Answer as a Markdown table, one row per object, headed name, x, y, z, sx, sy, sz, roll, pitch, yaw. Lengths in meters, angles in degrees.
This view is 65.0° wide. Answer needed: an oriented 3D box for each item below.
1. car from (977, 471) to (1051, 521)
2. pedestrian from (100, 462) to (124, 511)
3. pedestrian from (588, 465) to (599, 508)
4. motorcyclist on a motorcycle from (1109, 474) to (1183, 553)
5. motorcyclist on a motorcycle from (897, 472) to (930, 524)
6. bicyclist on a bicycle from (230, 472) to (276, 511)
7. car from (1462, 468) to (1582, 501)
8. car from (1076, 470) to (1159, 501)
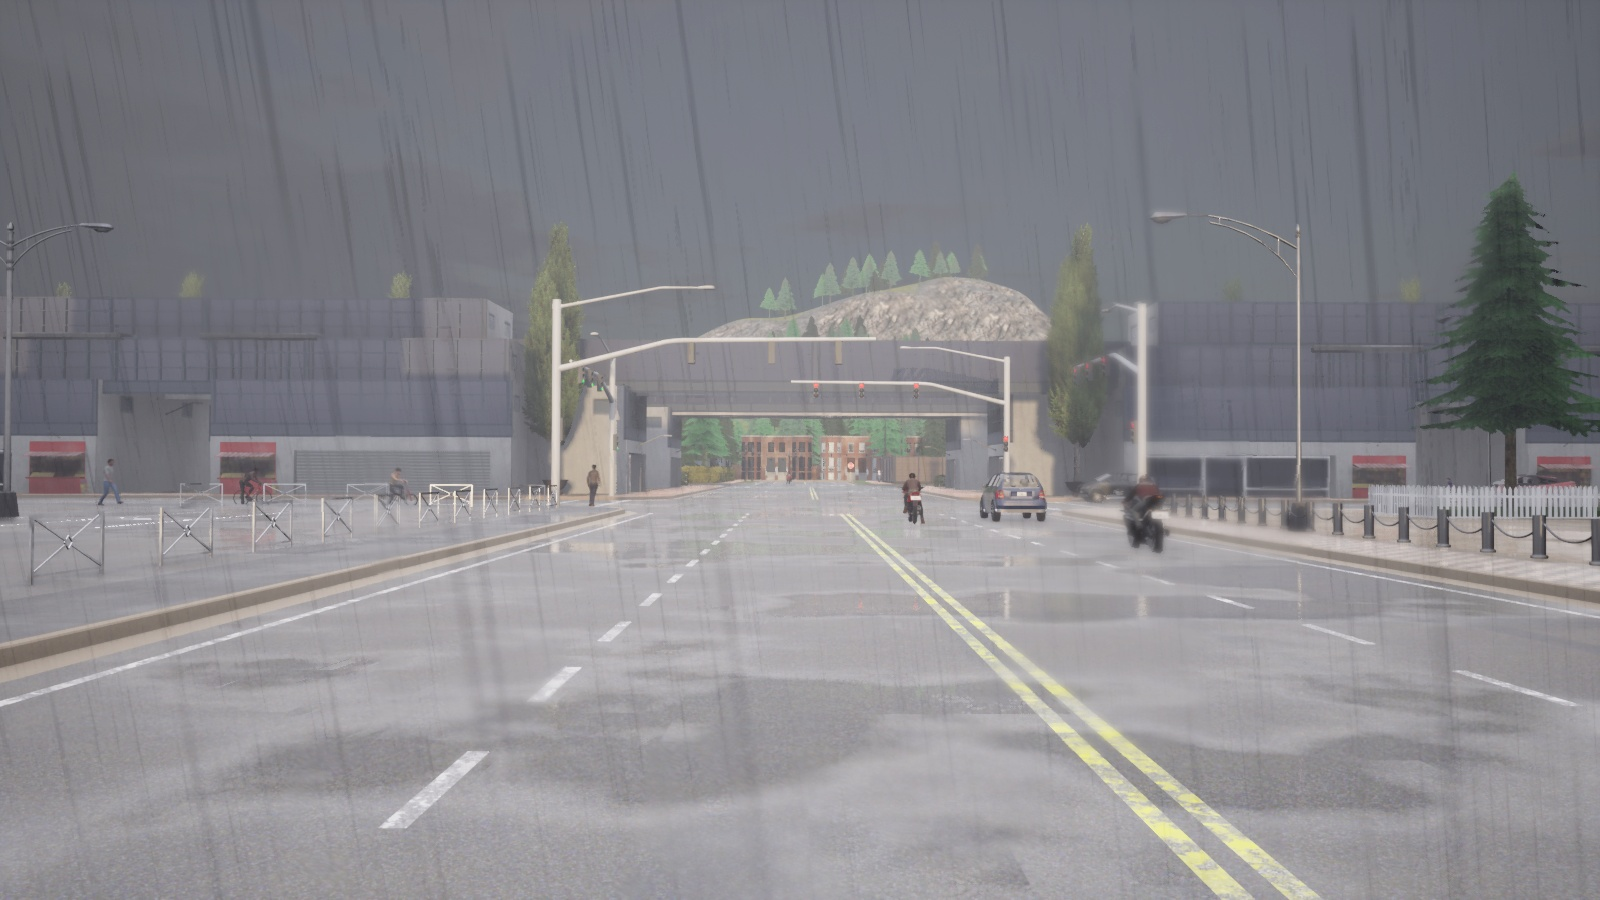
| name | x | y | z | sx | sy | sz | roll | pitch | yaw |
| --- | --- | --- | --- | --- | --- | --- | --- | --- | --- |
| car | 6.895 | 1.449 | 40.792 | 1.789 | 1.549 | 3.705 | 0 | -1 | 0 |
| pedestrian | -25.953 | 1.370 | 47.349 | 0.706 | 1.836 | 0.354 | 0 | -1 | 4 |
| pedestrian | -8.779 | 1.544 | 53.384 | 0.328 | 1.805 | 0.869 | 0 | -1 | 2 |
| motorcyclist on a motorcycle | 6.944 | 1.246 | 25.346 | 0.866 | 1.530 | 2.191 | 0 | -1 | 0 |
| motorcyclist on a motorcycle | 3.393 | 1.415 | 37.733 | 0.797 | 1.523 | 2.044 | 0 | -1 | 0 |
| bicyclist on a bicycle | -22.934 | 1.741 | 52.651 | 1.656 | 1.620 | 0.582 | 0 | -1 | 1 |
| car | 34.257 | 1.624 | 59.683 | 4.514 | 1.525 | 2.007 | 0 | -1 | 0 |
| car | 15.937 | 1.788 | 63.173 | 3.705 | 1.549 | 1.789 | 0 | -1 | 0 |
